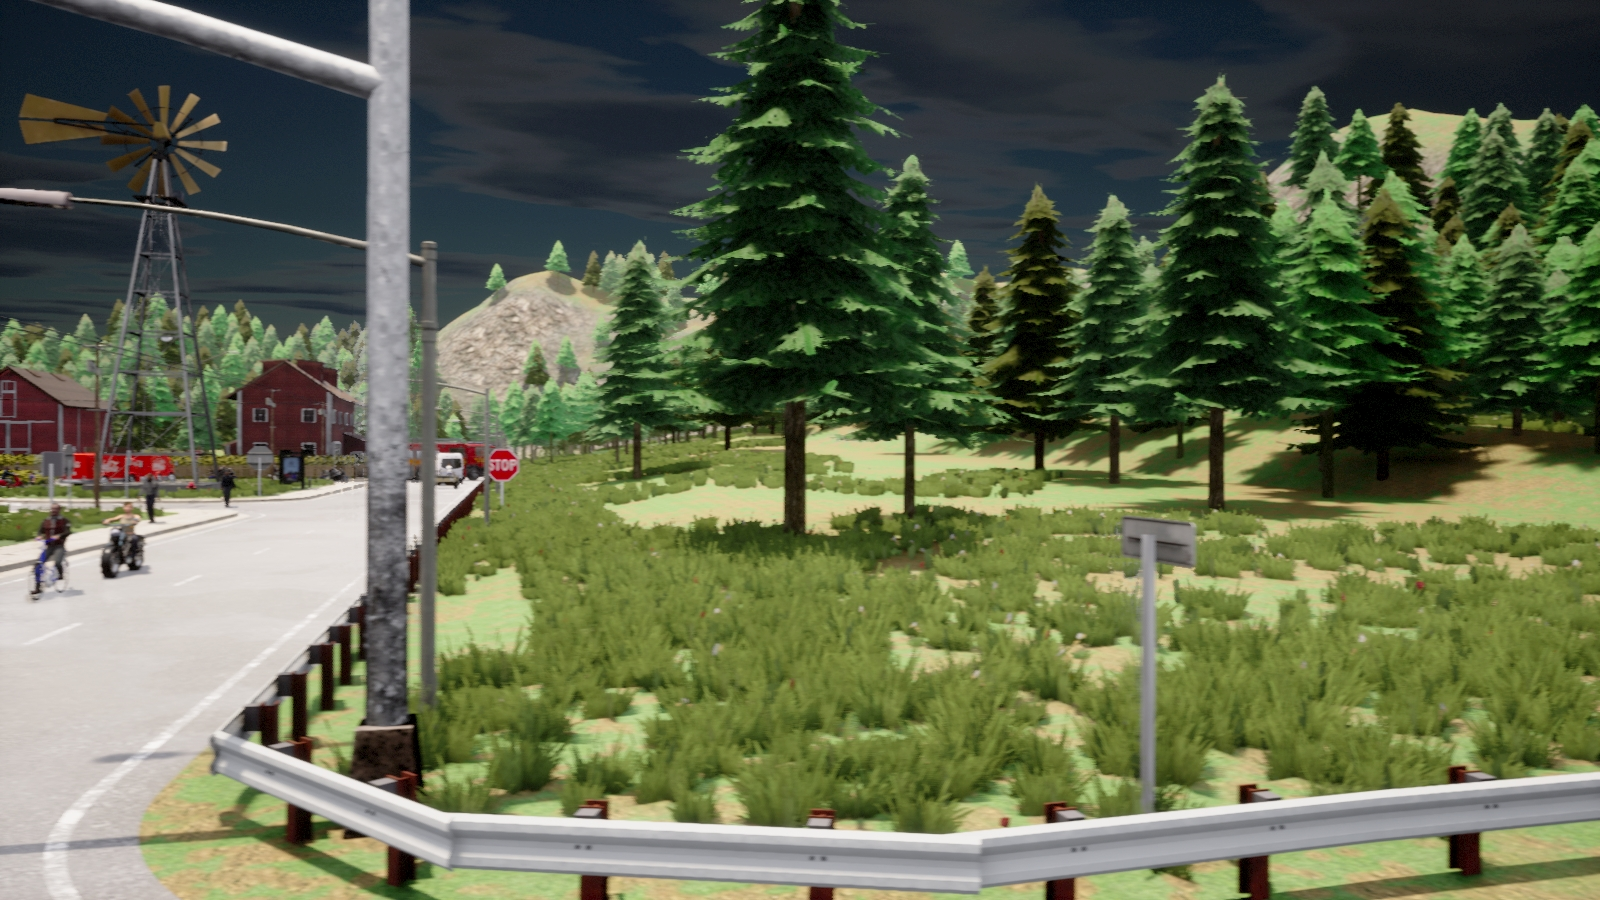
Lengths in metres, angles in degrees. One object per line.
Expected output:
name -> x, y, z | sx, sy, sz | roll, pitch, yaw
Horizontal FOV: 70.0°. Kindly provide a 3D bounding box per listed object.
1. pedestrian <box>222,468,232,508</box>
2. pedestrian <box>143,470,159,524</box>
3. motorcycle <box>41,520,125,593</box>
pedestrian -> -27.242, 1.802, 54.347 | 0.375, 1.860, 0.375 | 0, 0, -19
pedestrian -> -22.919, 1.655, 40.353 | 0.375, 1.860, 0.375 | 0, 0, -14
motorcycle -> -14.657, 2.142, 23.433 | 0.764, 1.277, 2.356 | 0, 0, -14
